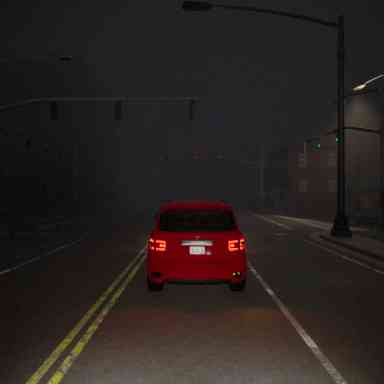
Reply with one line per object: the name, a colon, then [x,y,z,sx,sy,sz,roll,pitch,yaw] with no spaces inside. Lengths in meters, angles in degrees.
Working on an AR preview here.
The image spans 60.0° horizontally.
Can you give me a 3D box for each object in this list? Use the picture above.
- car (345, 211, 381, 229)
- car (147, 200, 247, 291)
car: [15.426,2.488,29.717,4.902,1.511,2.128,8,0,0]
car: [0.098,1.221,9.118,2.150,2.045,5.566,0,0,0]
